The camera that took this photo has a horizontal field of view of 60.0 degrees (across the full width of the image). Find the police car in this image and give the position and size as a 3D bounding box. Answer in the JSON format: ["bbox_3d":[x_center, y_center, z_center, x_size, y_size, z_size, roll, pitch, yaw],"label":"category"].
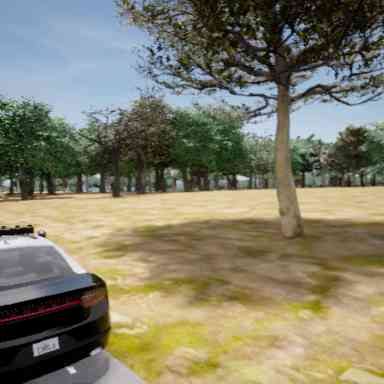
[{"bbox_3d":[-3.174,1.380,5.374,1.930,1.638,5.238,-3,2,-40],"label":"police car"}]
